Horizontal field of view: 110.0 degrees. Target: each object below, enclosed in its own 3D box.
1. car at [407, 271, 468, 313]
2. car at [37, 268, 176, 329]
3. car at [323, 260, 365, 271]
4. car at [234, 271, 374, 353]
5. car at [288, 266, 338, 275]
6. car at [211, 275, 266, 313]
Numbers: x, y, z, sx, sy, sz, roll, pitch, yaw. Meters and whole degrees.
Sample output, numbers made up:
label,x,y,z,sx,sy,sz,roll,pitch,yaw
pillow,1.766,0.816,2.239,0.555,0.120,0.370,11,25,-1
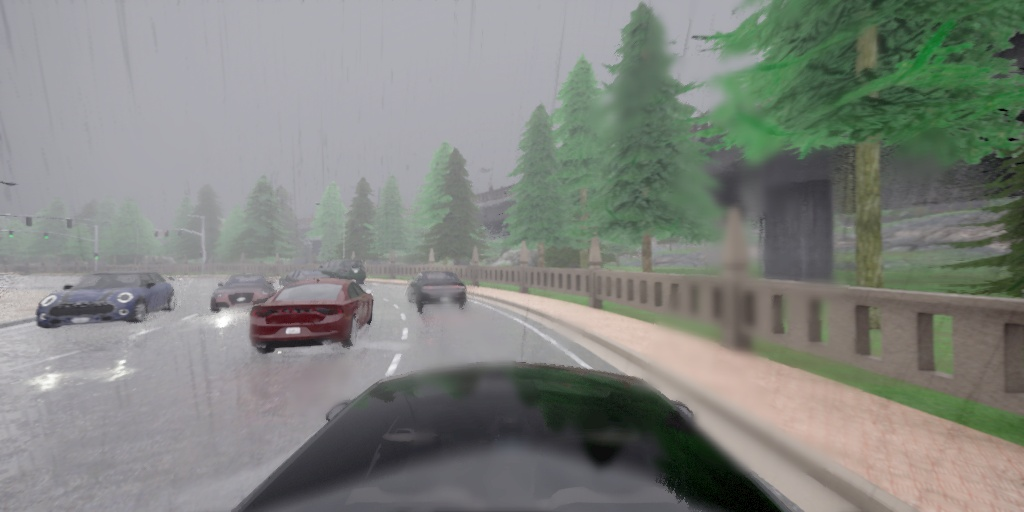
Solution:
label,x,y,z,sx,sy,sz,roll,pitch,yaw
car,-3.226,1.385,15.017,2.128,1.511,4.902,0,-1,-22
car,-13.641,1.309,12.415,2.097,1.767,4.553,0,0,-29
car,-14.171,1.329,29.395,5.566,2.045,2.150,-1,-1,39
car,-4.869,1.335,9.416,1.882,1.535,5.008,0,-1,-14
car,-14.693,1.627,25.408,5.357,1.411,2.033,-1,-1,42
car,-11.381,1.529,15.468,1.994,1.385,4.181,0,-1,-32
